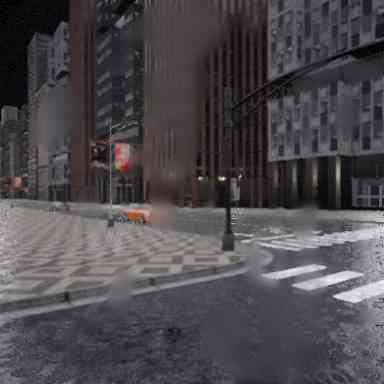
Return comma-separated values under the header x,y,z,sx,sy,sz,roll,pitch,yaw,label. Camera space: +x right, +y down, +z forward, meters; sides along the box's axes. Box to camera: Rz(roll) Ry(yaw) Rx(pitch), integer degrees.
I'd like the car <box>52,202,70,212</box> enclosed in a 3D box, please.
x,y,z,sx,sy,sz,roll,pitch,yaw,label
-20.050,2.251,50.613,1.812,1.442,4.674,0,-1,-35,car

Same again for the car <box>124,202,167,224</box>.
x,y,z,sx,sy,sz,roll,pitch,yaw,label
-3.989,1.696,28.069,2.097,1.767,4.553,0,-1,-35,car
